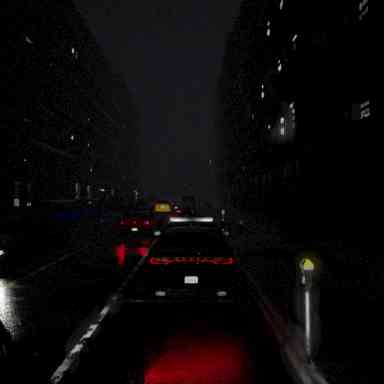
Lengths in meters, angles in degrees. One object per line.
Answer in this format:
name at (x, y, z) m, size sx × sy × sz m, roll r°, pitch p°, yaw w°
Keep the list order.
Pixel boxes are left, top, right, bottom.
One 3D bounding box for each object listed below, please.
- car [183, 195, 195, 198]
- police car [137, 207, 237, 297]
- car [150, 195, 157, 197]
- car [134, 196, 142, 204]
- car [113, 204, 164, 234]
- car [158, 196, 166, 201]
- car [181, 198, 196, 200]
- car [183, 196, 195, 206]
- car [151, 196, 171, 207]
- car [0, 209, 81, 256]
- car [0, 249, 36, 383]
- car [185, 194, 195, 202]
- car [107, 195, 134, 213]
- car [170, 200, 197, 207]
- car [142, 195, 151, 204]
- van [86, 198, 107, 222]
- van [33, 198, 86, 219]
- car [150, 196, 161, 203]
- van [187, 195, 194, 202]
car at (-0.430, 1.490, 37.286) m, size 1.967 × 1.590 × 4.097 m, roll 1°, pitch 0°, yaw 0°
police car at (-0.013, 1.430, 8.763) m, size 1.930 × 1.638 × 5.238 m, roll 0°, pitch 0°, yaw 0°
car at (-8.319, 1.470, 70.528) m, size 2.192 × 1.841 × 5.009 m, roll 1°, pitch 0°, yaw 0°
car at (-8.315, 1.378, 42.875) m, size 2.192 × 1.841 × 5.009 m, roll 1°, pitch 0°, yaw 0°
car at (-2.916, 1.616, 19.257) m, size 1.895 × 1.301 × 4.718 m, roll 0°, pitch 0°, yaw 0°
car at (-8.328, 1.846, 92.652) m, size 1.802 × 1.307 × 4.206 m, roll 1°, pitch 0°, yaw 0°
car at (-0.439, 1.582, 31.754) m, size 1.887 × 1.381 × 4.507 m, roll 1°, pitch 0°, yaw 0°
car at (-0.474, 1.553, 59.411) m, size 1.967 × 1.590 × 4.097 m, roll 1°, pitch 0°, yaw 0°
car at (-3.023, 1.504, 36.512) m, size 1.801 × 1.575 × 5.366 m, roll 0°, pitch 0°, yaw 0°
car at (-5.871, 1.555, 11.540) m, size 2.033 × 1.411 × 5.357 m, roll 0°, pitch 0°, yaw 0°
car at (-2.921, 1.506, 1.762) m, size 1.837 × 1.490 × 4.892 m, roll 0°, pitch 0°, yaw 0°
car at (-0.474, 1.521, 81.536) m, size 2.192 × 1.841 × 5.009 m, roll 1°, pitch 0°, yaw 0°
car at (-8.315, 1.365, 37.346) m, size 2.192 × 1.841 × 5.009 m, roll 1°, pitch 0°, yaw 0°
car at (-0.438, 1.572, 26.224) m, size 1.887 × 1.381 × 4.507 m, roll 1°, pitch 0°, yaw 0°
car at (-8.323, 1.660, 53.938) m, size 1.947 × 1.339 × 4.313 m, roll 1°, pitch 0°, yaw 0°
van at (-8.314, 1.368, 26.285) m, size 1.690 × 1.788 × 3.998 m, roll 1°, pitch 0°, yaw 0°
van at (-8.313, 1.358, 20.753) m, size 1.690 × 1.788 × 3.998 m, roll 2°, pitch 0°, yaw 0°
car at (-8.325, 1.724, 76.058) m, size 1.887 × 1.381 × 4.507 m, roll 1°, pitch 0°, yaw 0°
van at (-0.476, 1.575, 87.068) m, size 1.690 × 1.788 × 3.998 m, roll 1°, pitch 0°, yaw 0°
